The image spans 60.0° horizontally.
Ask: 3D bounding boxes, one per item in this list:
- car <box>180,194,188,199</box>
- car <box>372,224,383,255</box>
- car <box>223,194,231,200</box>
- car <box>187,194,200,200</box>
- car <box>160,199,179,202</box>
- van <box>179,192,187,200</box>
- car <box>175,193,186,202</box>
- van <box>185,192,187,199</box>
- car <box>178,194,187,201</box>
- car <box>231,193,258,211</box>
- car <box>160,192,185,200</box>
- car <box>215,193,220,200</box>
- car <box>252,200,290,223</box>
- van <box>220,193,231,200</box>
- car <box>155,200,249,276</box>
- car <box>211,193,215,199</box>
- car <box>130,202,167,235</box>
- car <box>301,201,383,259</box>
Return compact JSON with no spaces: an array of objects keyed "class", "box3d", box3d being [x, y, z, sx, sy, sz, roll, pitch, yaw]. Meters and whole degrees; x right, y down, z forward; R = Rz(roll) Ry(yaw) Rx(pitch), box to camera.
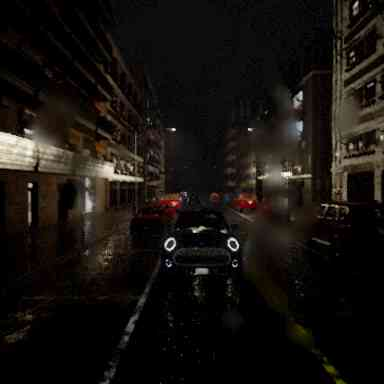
[{"class":"car","box3d":[-2.074,1.109,85.844,1.947,1.339,4.313,-1,0,0]},{"class":"car","box3d":[5.672,1.546,6.584,1.802,1.307,4.206,-1,0,0]},{"class":"car","box3d":[5.739,1.335,46.234,1.802,1.307,4.206,-1,0,0]},{"class":"car","box3d":[0.457,1.157,60.002,1.882,1.535,5.008,0,0,0]},{"class":"car","box3d":[-2.180,1.416,23.680,1.887,1.381,4.507,-1,0,0]},{"class":"van","box3d":[-2.087,0.914,80.192,1.690,1.788,3.998,-1,0,0]},{"class":"car","box3d":[-2.114,1.103,63.238,1.967,1.590,4.097,-1,0,0]},{"class":"van","box3d":[-2.134,1.063,51.936,1.690,1.788,3.998,-1,0,0]},{"class":"car","box3d":[-2.094,1.154,74.541,2.008,1.369,4.403,-1,0,0]},{"class":"car","box3d":[5.716,1.128,34.904,2.192,1.841,5.009,-1,0,0]},{"class":"car","box3d":[-2.163,1.127,34.981,2.192,1.841,5.009,-1,0,0]},{"class":"car","box3d":[5.755,1.009,57.561,2.192,1.841,5.009,-1,0,0]},{"class":"car","box3d":[5.701,1.455,23.577,1.802,1.307,4.206,-1,0,0]},{"class":"van","box3d":[5.746,1.065,51.897,1.690,1.788,3.998,-1,0,0]},{"class":"car","box3d":[0.279,1.297,10.194,2.097,1.767,4.553,0,0,1]},{"class":"car","box3d":[5.804,0.985,85.883,1.967,1.590,4.097,-1,0,0]},{"class":"car","box3d":[-2.189,1.446,18.029,1.887,1.381,4.507,-1,0,0]},{"class":"car","box3d":[5.678,1.249,12.247,2.192,1.841,5.009,-1,0,0]}]
